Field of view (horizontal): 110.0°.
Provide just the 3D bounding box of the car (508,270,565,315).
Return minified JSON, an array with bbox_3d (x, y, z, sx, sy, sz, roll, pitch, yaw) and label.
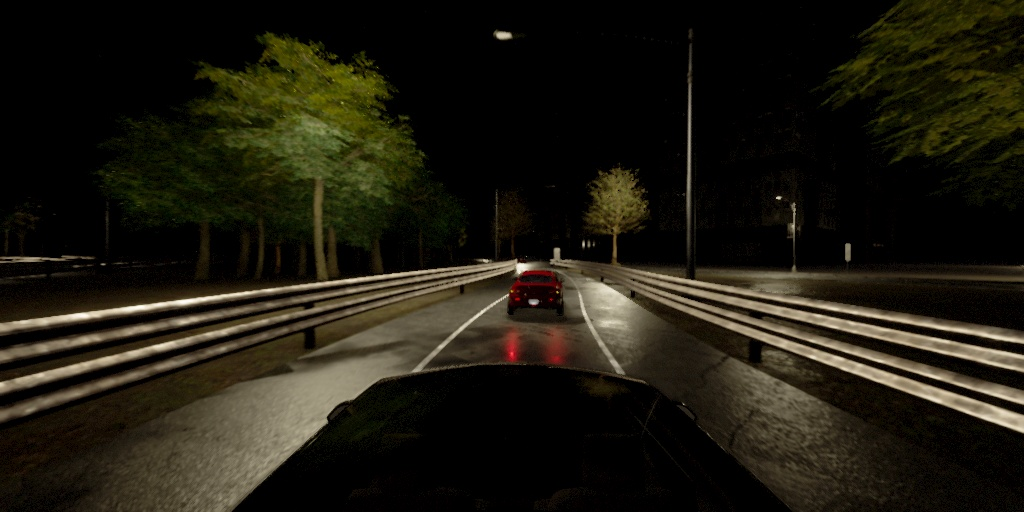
[{"bbox_3d":[0.972,1.240,13.317,1.812,1.442,4.674,0,0,8],"label":"car"}]
